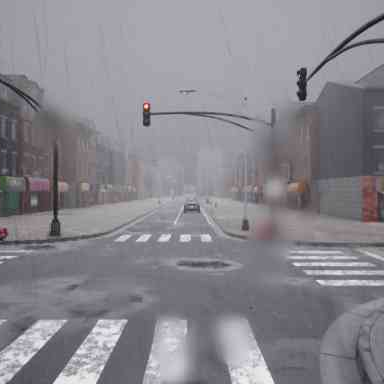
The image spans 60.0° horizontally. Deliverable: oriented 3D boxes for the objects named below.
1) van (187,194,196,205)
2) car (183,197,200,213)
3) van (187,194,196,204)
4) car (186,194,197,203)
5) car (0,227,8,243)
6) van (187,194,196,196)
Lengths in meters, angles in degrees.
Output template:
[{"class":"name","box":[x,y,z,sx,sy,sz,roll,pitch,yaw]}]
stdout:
[{"class":"van","box":[-0.093,1.344,59.135,1.690,1.788,3.998,0,0,0]},{"class":"car","box":[-0.012,1.563,36.712,1.947,1.339,4.313,0,0,0]},{"class":"van","box":[-0.112,1.348,64.740,1.690,1.788,3.998,0,0,0]},{"class":"car","box":[-0.132,1.326,70.345,2.192,1.841,5.009,0,0,0]},{"class":"car","box":[-9.397,1.568,11.872,4.718,1.301,1.895,0,0,0]},{"class":"van","box":[-0.073,1.341,53.529,1.690,1.788,3.998,0,0,0]}]
